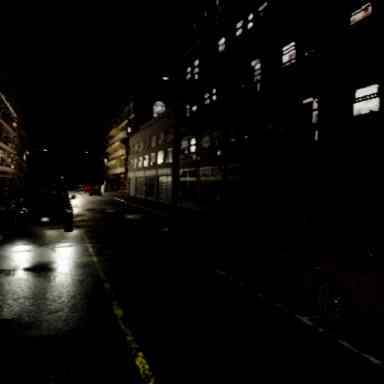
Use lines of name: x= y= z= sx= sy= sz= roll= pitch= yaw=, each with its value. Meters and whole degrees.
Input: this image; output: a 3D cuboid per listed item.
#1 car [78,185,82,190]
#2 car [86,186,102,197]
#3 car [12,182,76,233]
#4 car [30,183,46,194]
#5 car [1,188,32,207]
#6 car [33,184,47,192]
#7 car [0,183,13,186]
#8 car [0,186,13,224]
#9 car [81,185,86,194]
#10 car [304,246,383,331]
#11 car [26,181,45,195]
car: x=-27.454 y=-1.175 z=82.957 sx=2.008 sy=1.369 sz=4.403 roll=2 pitch=1 yaw=-22
car: x=-15.018 y=-0.079 z=51.711 sx=1.752 sy=1.417 sz=4.829 roll=2 pitch=1 yaw=-22
car: x=-6.802 y=0.633 z=15.713 sx=2.150 sy=2.045 sz=5.566 roll=2 pitch=1 yaw=-22
car: x=-24.814 y=-0.635 z=53.683 sx=1.967 sy=1.590 sz=4.097 roll=2 pitch=1 yaw=-22
car: x=-14.406 y=0.444 z=27.516 sx=1.802 sy=1.307 sz=4.206 roll=2 pitch=1 yaw=-22
car: x=-26.902 y=-0.718 z=58.920 sx=1.887 sy=1.381 sz=4.507 roll=2 pitch=1 yaw=-22
car: x=-12.310 y=0.365 z=22.278 sx=2.192 sy=1.841 sz=5.009 roll=2 pitch=1 yaw=-22
car: x=-10.234 y=0.676 z=17.046 sx=1.967 sy=1.590 sz=4.097 roll=2 pitch=1 yaw=-22
car: x=-19.122 y=-0.429 z=62.022 sx=1.887 sy=1.381 sz=4.507 roll=2 pitch=1 yaw=-22
car: x=3.803 y=1.400 z=4.444 sx=2.192 sy=1.841 sz=5.009 roll=2 pitch=1 yaw=-22
car: x=-22.725 y=-0.572 z=48.448 sx=2.192 sy=1.841 sz=5.009 roll=2 pitch=1 yaw=-22
